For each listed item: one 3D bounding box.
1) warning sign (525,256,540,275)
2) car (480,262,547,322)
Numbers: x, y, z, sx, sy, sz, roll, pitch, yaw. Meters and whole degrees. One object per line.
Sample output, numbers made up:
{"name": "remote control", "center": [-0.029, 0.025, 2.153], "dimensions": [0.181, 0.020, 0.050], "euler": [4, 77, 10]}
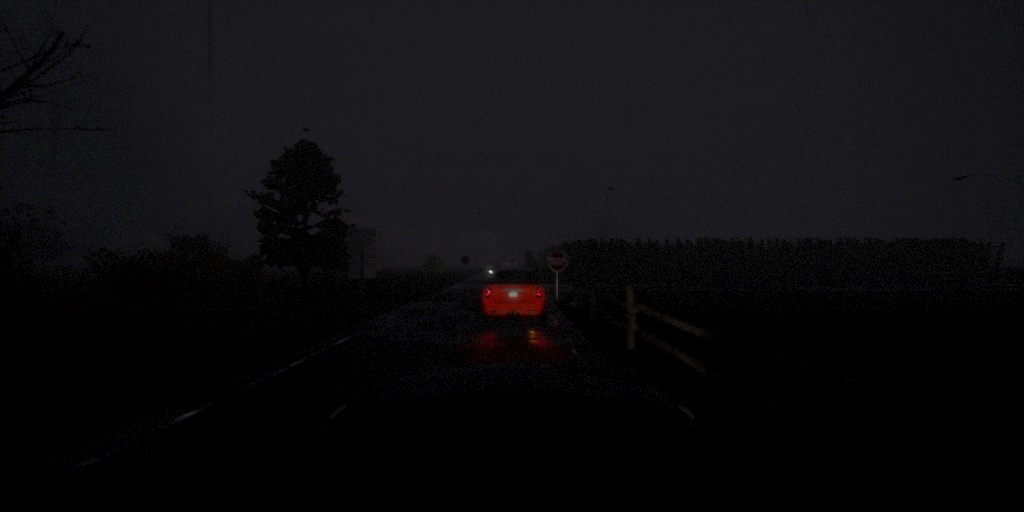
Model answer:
{"name": "warning sign", "center": [2.436, 1.213, 39.977], "dimensions": [1.300, 1.860, 1.060], "euler": [0, 0, 0]}
{"name": "car", "center": [0.150, 1.210, 13.055], "dimensions": [2.097, 1.767, 4.553], "euler": [0, -1, 3]}
